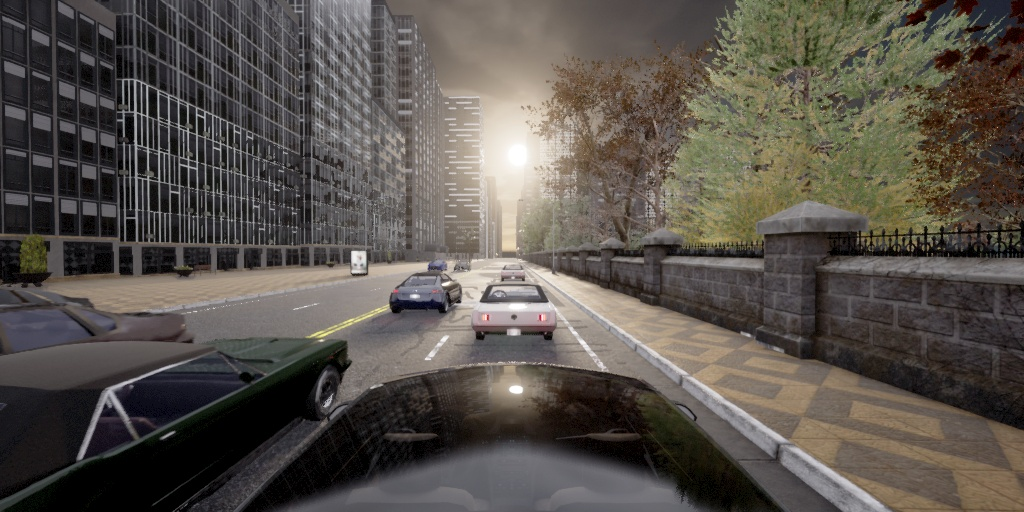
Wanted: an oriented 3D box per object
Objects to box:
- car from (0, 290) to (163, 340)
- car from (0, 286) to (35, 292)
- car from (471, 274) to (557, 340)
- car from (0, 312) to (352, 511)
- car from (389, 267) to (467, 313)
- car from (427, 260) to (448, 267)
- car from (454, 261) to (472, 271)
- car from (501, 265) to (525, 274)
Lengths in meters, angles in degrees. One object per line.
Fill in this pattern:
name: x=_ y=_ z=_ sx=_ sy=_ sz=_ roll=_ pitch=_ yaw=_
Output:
car: x=-6.599 y=1.297 z=3.992 sx=2.033 sy=1.411 sz=5.357 roll=0 pitch=0 yaw=0
car: x=-9.848 y=1.256 z=5.666 sx=1.837 sy=1.490 sz=4.892 roll=0 pitch=0 yaw=0
car: x=0.061 y=1.349 z=9.921 sx=1.895 sy=1.301 sz=4.718 roll=0 pitch=0 yaw=0
car: x=-3.149 y=1.351 z=2.860 sx=1.895 sy=1.301 sz=4.718 roll=0 pitch=0 yaw=0
car: x=-3.164 y=1.311 z=13.918 sx=1.994 sy=1.385 sz=4.181 roll=0 pitch=0 yaw=2
car: x=-9.747 y=1.233 z=47.125 sx=1.882 sy=1.535 sz=5.008 roll=0 pitch=0 yaw=0
car: x=-6.492 y=1.365 z=47.611 sx=1.994 sy=1.385 sz=4.181 roll=0 pitch=0 yaw=0
car: x=0.089 y=1.350 z=29.295 sx=1.895 sy=1.301 sz=4.718 roll=0 pitch=0 yaw=0
